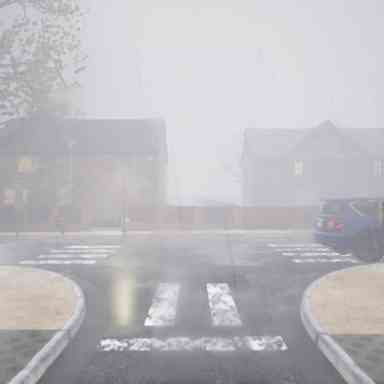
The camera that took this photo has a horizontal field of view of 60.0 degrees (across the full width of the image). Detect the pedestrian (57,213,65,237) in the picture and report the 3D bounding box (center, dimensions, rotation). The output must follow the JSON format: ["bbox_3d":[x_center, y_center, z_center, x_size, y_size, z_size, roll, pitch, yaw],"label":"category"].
[{"bbox_3d":[-6.728,1.357,17.219,0.375,1.860,0.375,0,-1,1],"label":"pedestrian"}]

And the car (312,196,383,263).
[{"bbox_3d":[6.969,1.161,11.187,5.566,2.045,2.150,-1,-1,1],"label":"car"}]
